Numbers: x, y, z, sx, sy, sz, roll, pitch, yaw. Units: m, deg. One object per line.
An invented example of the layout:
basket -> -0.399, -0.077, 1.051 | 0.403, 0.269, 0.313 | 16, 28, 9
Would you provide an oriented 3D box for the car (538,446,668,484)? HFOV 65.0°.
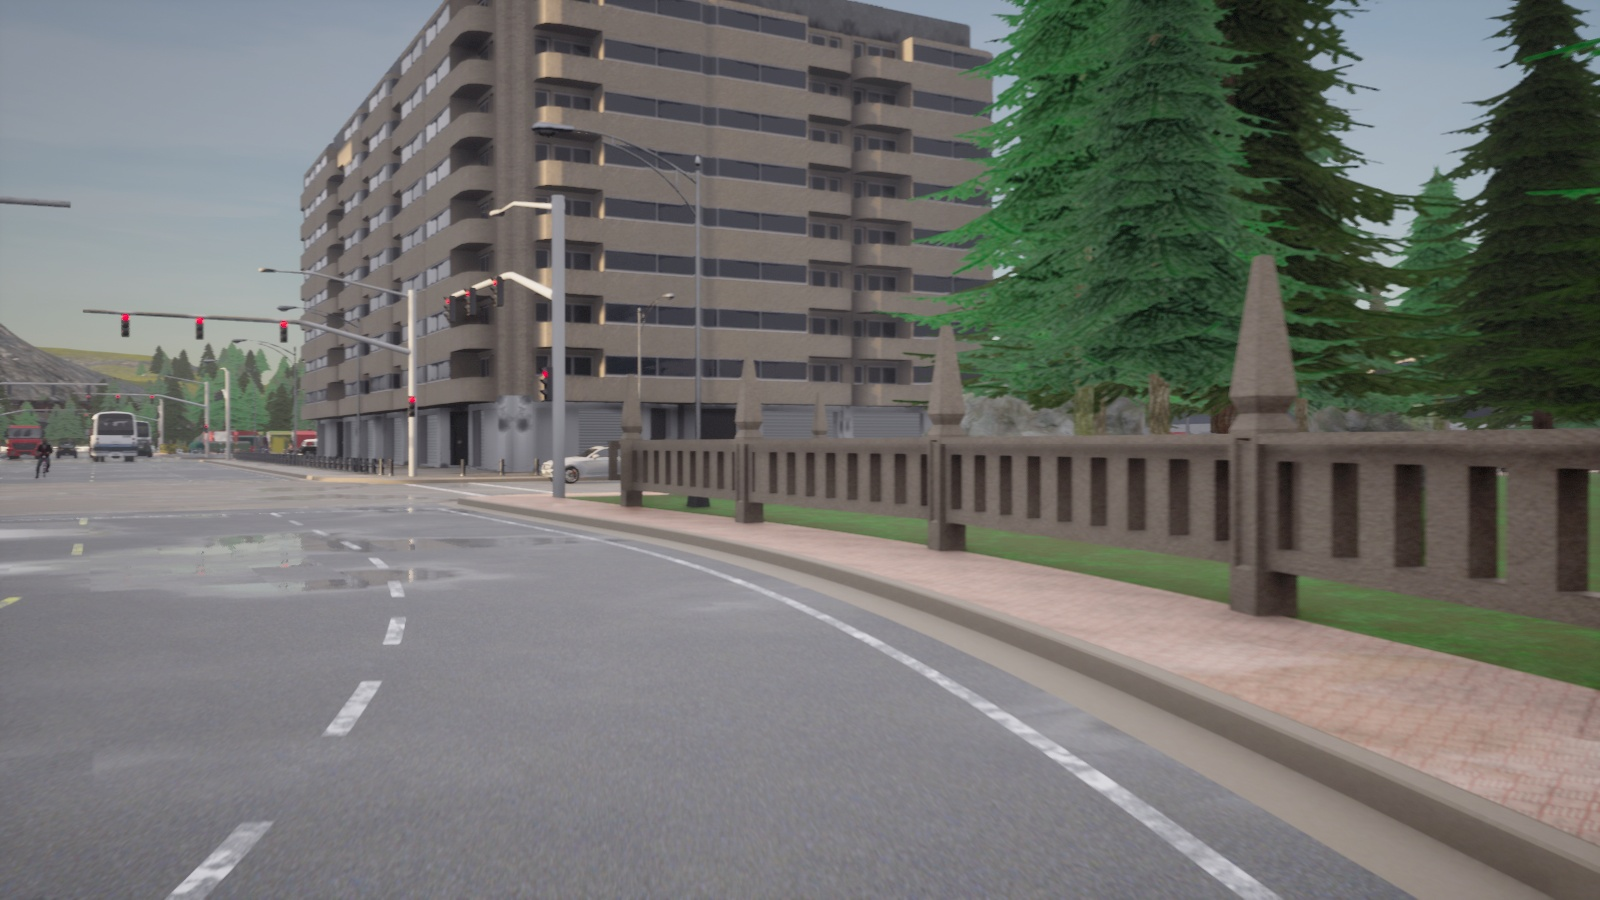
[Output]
car -> -7.693, 0.552, 49.184 | 4.674, 1.442, 1.812 | 0, 0, -29
